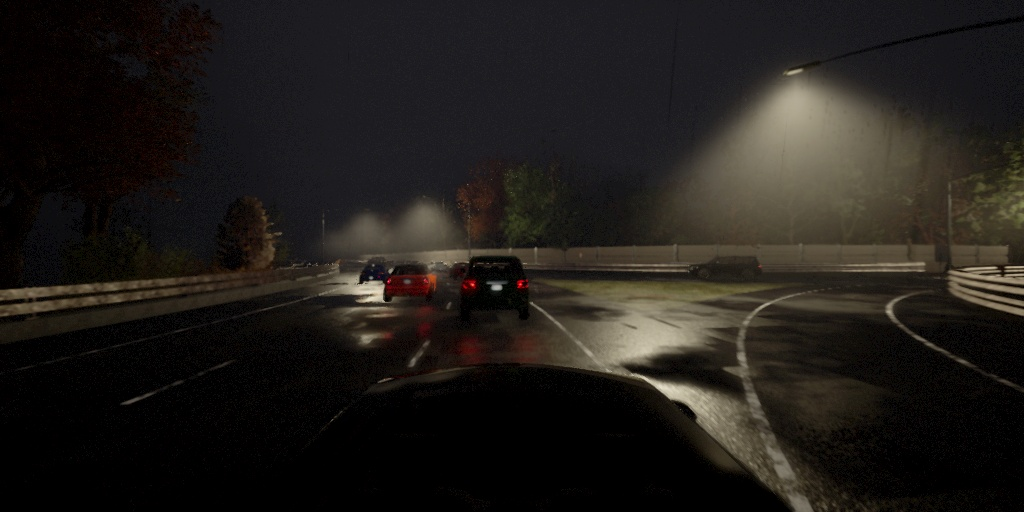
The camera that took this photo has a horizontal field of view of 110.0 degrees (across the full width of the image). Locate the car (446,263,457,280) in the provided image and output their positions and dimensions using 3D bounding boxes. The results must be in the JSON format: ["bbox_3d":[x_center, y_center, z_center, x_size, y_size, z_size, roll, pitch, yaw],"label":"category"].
[{"bbox_3d":[-4.592,1.321,32.620,1.882,1.535,5.008,0,0,-16],"label":"car"}]

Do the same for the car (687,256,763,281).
[{"bbox_3d":[18.033,0.987,30.567,5.566,2.045,2.150,0,0,13],"label":"car"}]

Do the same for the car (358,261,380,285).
[{"bbox_3d":[-10.465,1.375,27.520,1.812,1.442,4.674,0,0,-13],"label":"car"}]

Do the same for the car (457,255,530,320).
[{"bbox_3d":[-0.704,1.003,13.007,2.150,2.045,5.566,0,0,-6],"label":"car"}]

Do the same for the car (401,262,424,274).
[{"bbox_3d":[-12.524,1.447,44.735,2.033,1.411,5.357,0,0,-23],"label":"car"}]

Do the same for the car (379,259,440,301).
[{"bbox_3d":[-4.915,1.159,17.855,2.097,1.767,4.553,0,0,-9],"label":"car"}]

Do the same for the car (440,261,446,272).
[{"bbox_3d":[-9.946,1.424,47.353,1.812,1.442,4.674,0,0,-24],"label":"car"}]
